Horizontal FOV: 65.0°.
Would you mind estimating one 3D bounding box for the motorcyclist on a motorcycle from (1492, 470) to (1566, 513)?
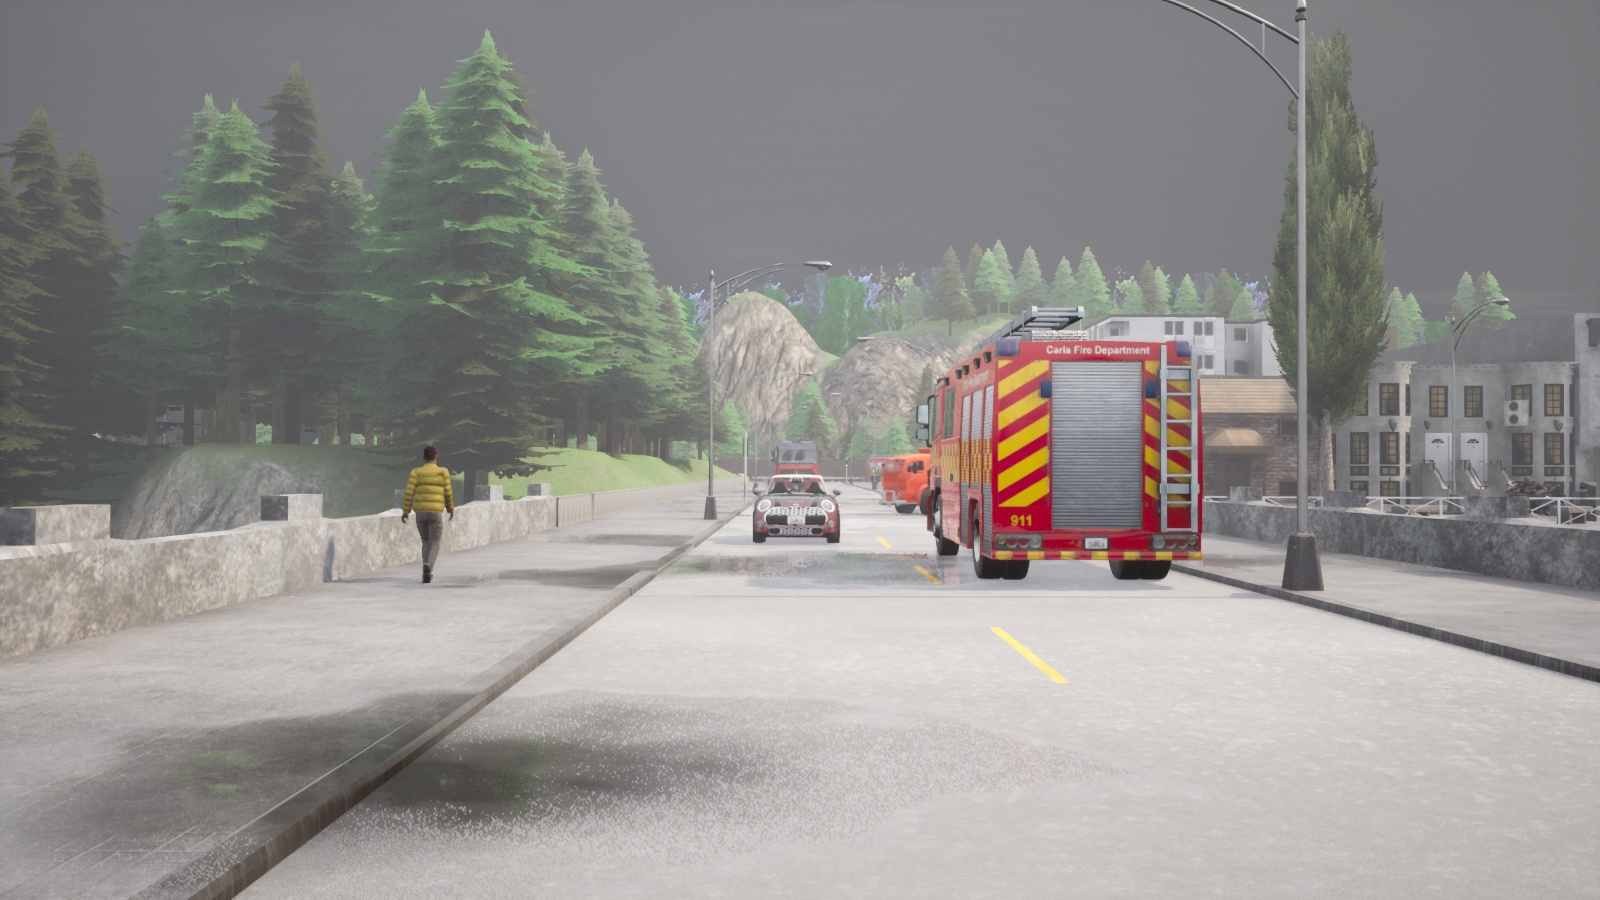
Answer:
[{"bbox_3d":[26.568,1.510,45.777,2.191,1.530,0.866,0,-1,0],"label":"motorcyclist on a motorcycle"}]

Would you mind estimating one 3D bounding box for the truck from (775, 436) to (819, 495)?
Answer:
[{"bbox_3d":[-0.220,1.100,86.516,2.891,3.827,8.468,0,-1,0],"label":"truck"}]

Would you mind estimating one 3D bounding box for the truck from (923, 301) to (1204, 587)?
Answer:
[{"bbox_3d":[3.942,-0.013,21.061,2.891,3.827,8.468,0,-1,0],"label":"truck"}]

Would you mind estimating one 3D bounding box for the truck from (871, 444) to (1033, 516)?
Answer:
[{"bbox_3d":[5.500,1.062,45.530,5.204,2.467,2.627,0,-2,-25],"label":"truck"}]

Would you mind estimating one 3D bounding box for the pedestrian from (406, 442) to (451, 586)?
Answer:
[{"bbox_3d":[-4.859,0.819,16.442,0.431,1.840,0.709,0,-1,-4],"label":"pedestrian"}]

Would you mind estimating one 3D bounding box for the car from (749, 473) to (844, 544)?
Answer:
[{"bbox_3d":[-0.052,1.251,28.077,1.970,1.475,3.806,0,-1,1],"label":"car"}]
